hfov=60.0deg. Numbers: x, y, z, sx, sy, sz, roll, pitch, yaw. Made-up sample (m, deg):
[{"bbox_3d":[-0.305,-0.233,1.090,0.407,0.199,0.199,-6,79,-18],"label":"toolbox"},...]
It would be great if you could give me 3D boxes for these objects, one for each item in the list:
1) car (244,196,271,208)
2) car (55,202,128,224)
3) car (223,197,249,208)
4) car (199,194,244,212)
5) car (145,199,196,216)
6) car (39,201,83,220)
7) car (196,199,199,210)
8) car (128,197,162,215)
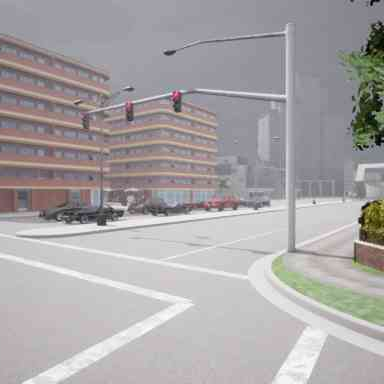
[{"bbox_3d":[9.667,1.352,48.214,2.097,1.767,4.553,0,0,36],"label":"car"},{"bbox_3d":[-7.376,1.601,24.910,1.895,1.301,4.718,0,0,33],"label":"car"},{"bbox_3d":[6.734,1.526,50.131,1.812,1.442,4.674,0,0,36],"label":"car"},{"bbox_3d":[3.613,1.221,39.950,2.150,2.045,5.566,0,0,36],"label":"car"},{"bbox_3d":[-1.964,1.599,32.306,1.895,1.301,4.718,0,0,36],"label":"car"},{"bbox_3d":[-9.979,1.505,27.245,1.837,1.490,4.892,0,0,36],"label":"car"},{"bbox_3d":[0.681,1.601,41.872,1.895,1.301,4.718,0,0,36],"label":"car"},{"bbox_3d":[-4.574,1.352,34.656,2.097,1.767,4.553,0,0,35],"label":"car"}]
